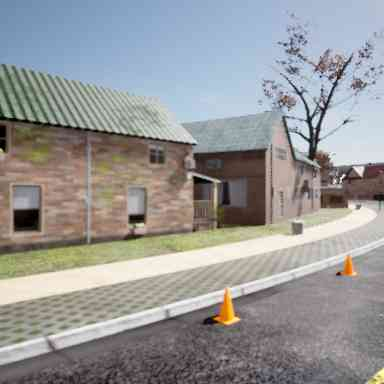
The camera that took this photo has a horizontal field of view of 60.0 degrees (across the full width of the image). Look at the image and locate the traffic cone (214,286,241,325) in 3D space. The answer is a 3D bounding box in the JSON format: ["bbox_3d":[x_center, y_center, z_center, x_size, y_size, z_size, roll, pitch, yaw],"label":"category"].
[{"bbox_3d":[0.621,1.950,5.848,0.340,0.580,0.340,0,0,-39],"label":"traffic cone"}]

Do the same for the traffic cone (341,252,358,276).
[{"bbox_3d":[4.262,1.922,9.034,0.340,0.580,0.340,0,0,-43],"label":"traffic cone"}]
